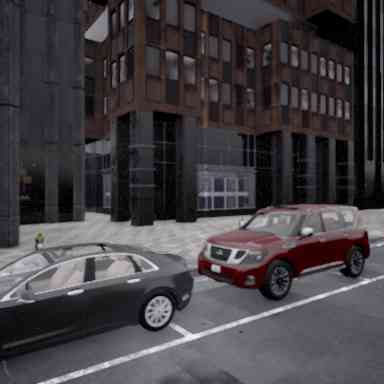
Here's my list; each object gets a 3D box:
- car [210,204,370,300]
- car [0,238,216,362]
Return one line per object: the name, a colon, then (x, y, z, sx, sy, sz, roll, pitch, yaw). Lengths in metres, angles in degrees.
car: (2.555, 1.279, 8.469, 5.009, 1.841, 2.192, 0, 0, -36)
car: (-2.011, 1.544, 5.213, 4.403, 1.369, 2.008, 0, 0, -36)
